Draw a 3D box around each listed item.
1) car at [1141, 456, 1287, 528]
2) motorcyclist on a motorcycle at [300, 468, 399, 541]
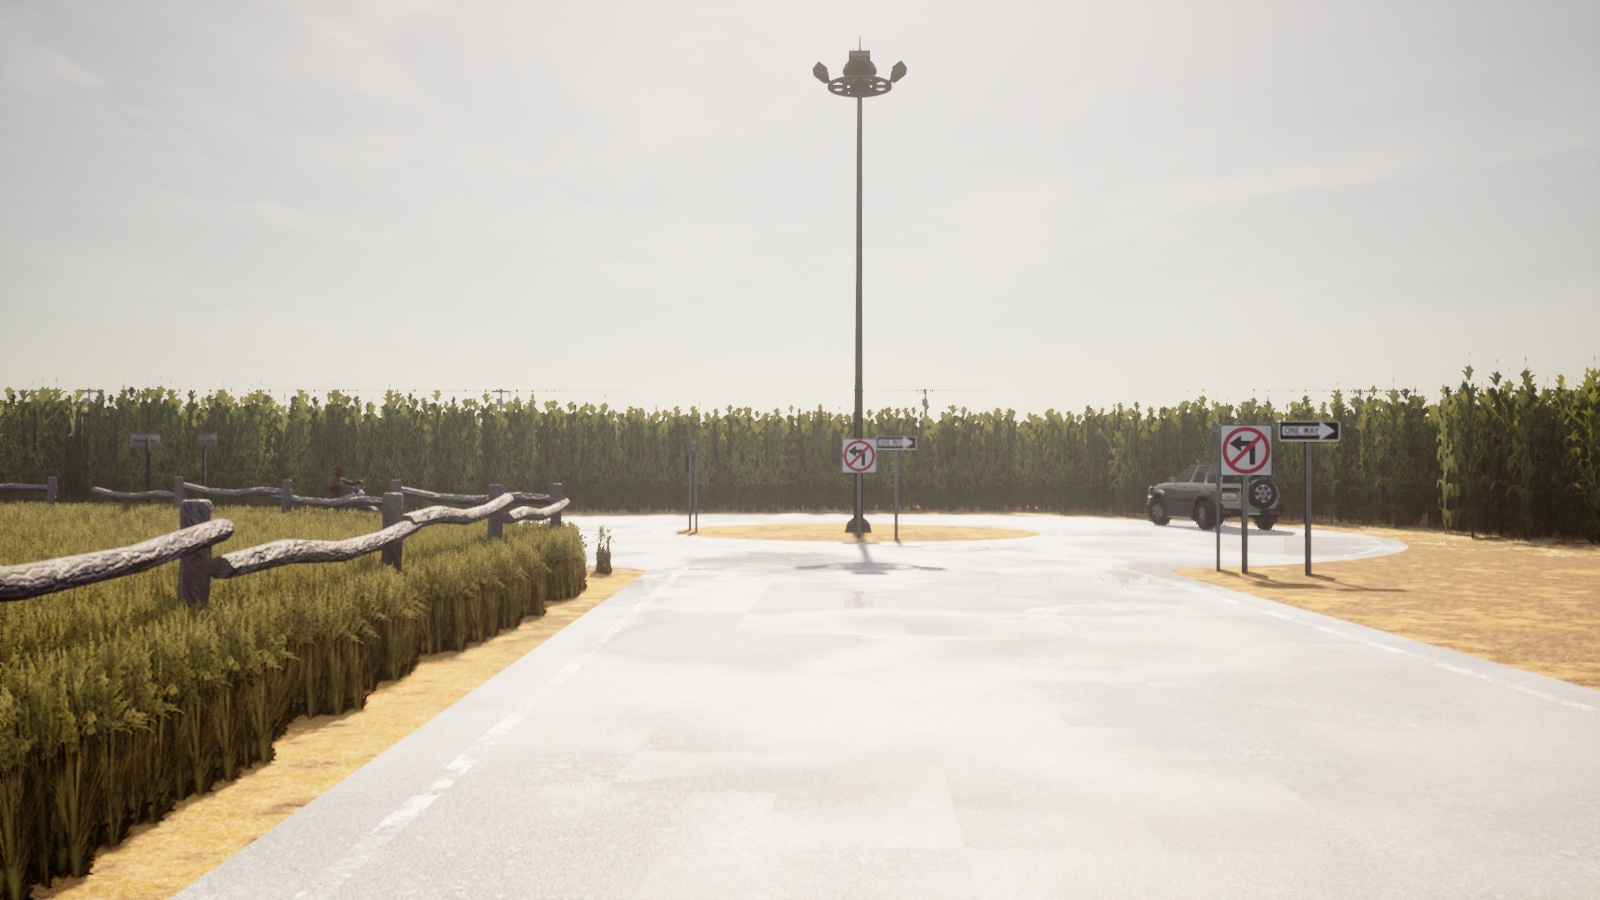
[{"bbox_3d":[11.220,1.115,34.396,1.932,1.855,4.605,1,-1,-8],"label":"car"},{"bbox_3d":[-10.581,1.261,29.475,2.350,1.649,0.766,0,0,27],"label":"motorcyclist on a motorcycle"}]
